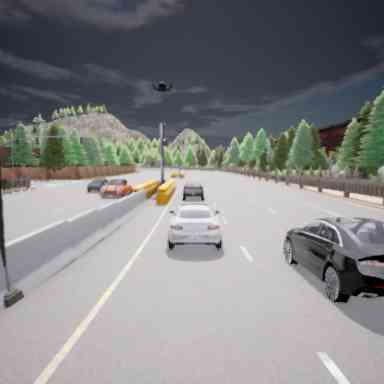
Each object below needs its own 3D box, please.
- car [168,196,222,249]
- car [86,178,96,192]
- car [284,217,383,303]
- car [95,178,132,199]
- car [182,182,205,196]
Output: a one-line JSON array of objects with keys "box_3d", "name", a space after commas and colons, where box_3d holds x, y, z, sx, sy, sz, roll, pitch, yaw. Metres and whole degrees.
[{"box_3d": [0.097, 1.149, 12.609, 1.812, 1.442, 4.674, 0, 3, 0], "name": "car"}, {"box_3d": [-10.437, -0.803, 37.648, 1.837, 1.490, 4.892, 0, 4, 1], "name": "car"}, {"box_3d": [3.598, 1.329, 7.805, 2.128, 1.511, 4.902, 0, 2, 0], "name": "car"}, {"box_3d": [-7.030, -0.415, 30.907, 2.097, 1.767, 4.553, 0, 5, 1], "name": "car"}, {"box_3d": [0.133, -0.187, 29.840, 2.128, 1.511, 4.902, 0, 5, 0], "name": "car"}]
